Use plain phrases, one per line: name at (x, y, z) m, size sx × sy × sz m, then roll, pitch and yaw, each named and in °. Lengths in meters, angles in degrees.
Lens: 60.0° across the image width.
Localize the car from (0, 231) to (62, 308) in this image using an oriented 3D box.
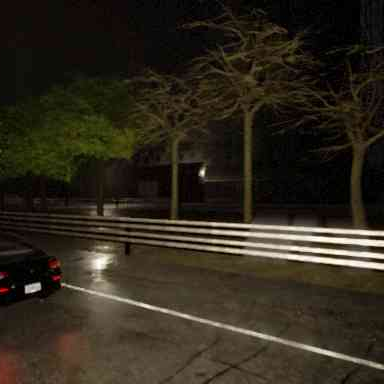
car at (-4.770, 1.604, 7.395) m, size 4.674 × 1.442 × 1.812 m, roll -1°, pitch 0°, yaw 36°
